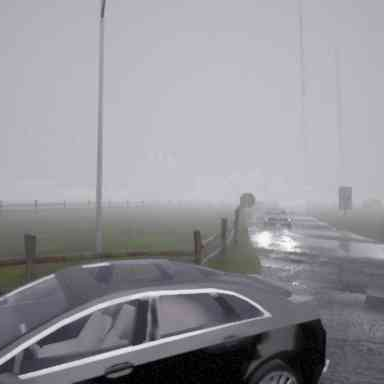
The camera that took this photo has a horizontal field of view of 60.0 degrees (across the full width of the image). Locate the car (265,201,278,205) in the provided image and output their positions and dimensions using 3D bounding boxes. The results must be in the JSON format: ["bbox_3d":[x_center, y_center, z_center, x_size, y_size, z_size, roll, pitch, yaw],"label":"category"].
[{"bbox_3d":[11.655,2.083,48.367,2.033,1.411,5.357,1,0,16],"label":"car"}]

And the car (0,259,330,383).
[{"bbox_3d":[-0.895,1.491,3.134,4.902,1.511,2.128,1,0,-28],"label":"car"}]

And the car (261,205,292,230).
[{"bbox_3d":[5.890,1.852,23.578,1.895,1.301,4.718,1,0,9],"label":"car"}]
